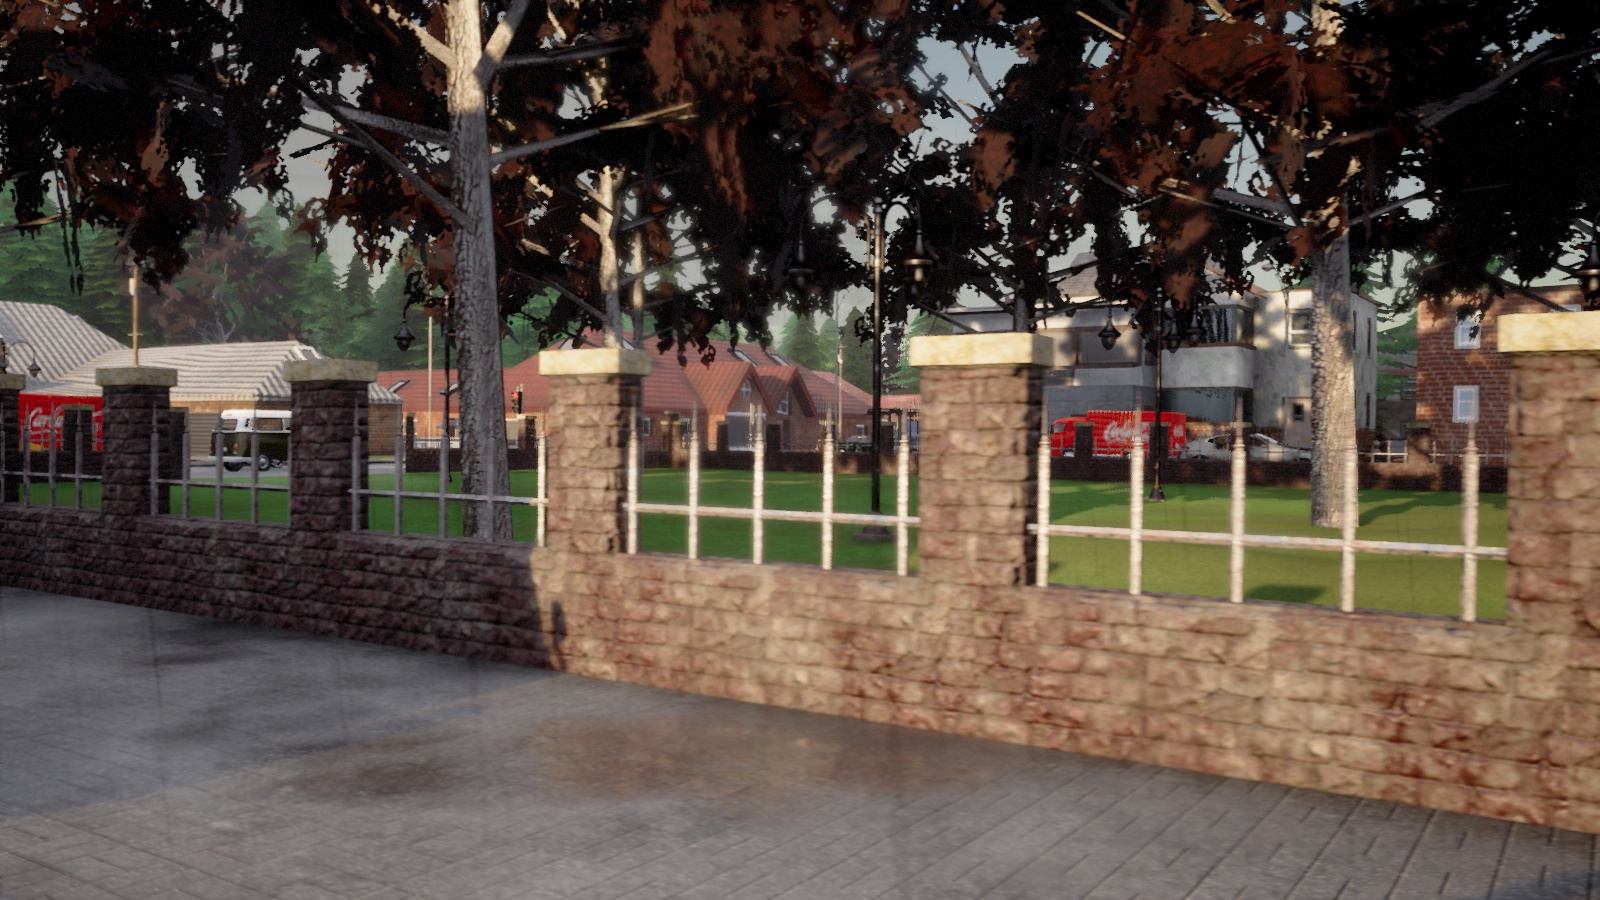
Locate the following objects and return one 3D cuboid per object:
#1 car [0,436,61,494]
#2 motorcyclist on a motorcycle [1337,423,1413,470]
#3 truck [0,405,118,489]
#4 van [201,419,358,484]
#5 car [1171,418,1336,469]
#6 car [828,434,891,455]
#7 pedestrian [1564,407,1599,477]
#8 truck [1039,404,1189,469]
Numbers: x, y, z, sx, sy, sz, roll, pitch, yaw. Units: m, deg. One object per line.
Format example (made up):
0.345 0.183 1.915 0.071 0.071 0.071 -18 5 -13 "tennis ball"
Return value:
-22.882 0.423 33.630 1.882 1.535 5.008 0 1 32 "car"
20.501 -0.122 44.800 2.350 1.649 0.766 0 1 38 "motorcyclist on a motorcycle"
-24.213 -0.087 38.455 2.627 2.467 5.204 0 0 35 "truck"
-17.336 0.004 42.023 2.069 2.038 4.480 0 1 32 "van"
15.610 -0.233 43.318 5.027 1.651 2.152 0 1 31 "car"
3.894 -0.350 81.256 1.895 1.301 4.718 0 1 34 "car"
20.910 -0.206 33.483 0.899 1.844 0.634 0 1 34 "pedestrian"
12.546 -0.559 50.268 5.204 2.467 2.627 1 2 33 "truck"
